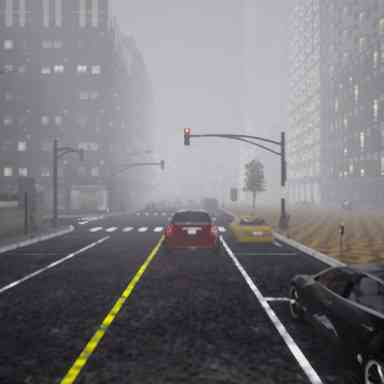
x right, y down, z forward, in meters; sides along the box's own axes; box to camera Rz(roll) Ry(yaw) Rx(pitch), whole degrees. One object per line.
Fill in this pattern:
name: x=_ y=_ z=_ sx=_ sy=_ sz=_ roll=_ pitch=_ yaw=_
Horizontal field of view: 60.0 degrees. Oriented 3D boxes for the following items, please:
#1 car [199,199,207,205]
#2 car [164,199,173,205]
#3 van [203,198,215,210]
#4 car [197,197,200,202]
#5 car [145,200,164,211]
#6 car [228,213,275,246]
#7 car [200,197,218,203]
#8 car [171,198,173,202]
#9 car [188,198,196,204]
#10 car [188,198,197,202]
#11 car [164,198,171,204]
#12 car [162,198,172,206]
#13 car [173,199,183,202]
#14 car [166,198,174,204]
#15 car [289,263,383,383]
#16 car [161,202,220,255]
car: x=2.678 y=2.385 z=81.331 sx=1.887 sy=1.381 sz=4.507 roll=0 pitch=-1 yaw=0
car: x=-5.702 y=2.422 z=81.330 sx=1.802 sy=1.307 sz=4.206 roll=0 pitch=-1 yaw=0
van: x=2.680 y=1.875 z=53.701 sx=1.690 sy=1.788 sz=3.998 roll=0 pitch=-1 yaw=0
car: x=2.678 y=2.031 z=70.280 sx=2.192 sy=1.841 sz=5.009 roll=0 pitch=-1 yaw=0
car: x=-5.698 y=2.026 z=48.172 sx=2.008 sy=1.369 sz=4.403 roll=0 pitch=-1 yaw=0
car: x=2.684 y=1.677 z=15.932 sx=1.752 sy=1.417 sz=4.829 roll=0 pitch=-1 yaw=0
car: x=2.680 y=1.790 z=48.176 sx=2.192 sy=1.841 sz=5.009 roll=0 pitch=-1 yaw=0
car: x=-5.701 y=2.260 z=70.277 sx=1.887 sy=1.381 sz=4.507 roll=0 pitch=-1 yaw=0
car: x=-0.008 y=2.300 z=87.366 sx=1.882 sy=1.535 sz=5.008 roll=0 pitch=-1 yaw=0
car: x=-0.007 y=2.329 z=75.698 sx=1.994 sy=1.385 sz=4.181 roll=0 pitch=-1 yaw=0
car: x=-5.700 y=2.205 z=64.751 sx=2.008 sy=1.369 sz=4.403 roll=0 pitch=-1 yaw=0
car: x=-5.702 y=2.218 z=75.805 sx=1.967 sy=1.590 sz=4.097 roll=0 pitch=-1 yaw=0
car: x=-3.009 y=2.232 z=73.669 sx=1.882 sy=1.535 sz=5.008 roll=0 pitch=-1 yaw=0
car: x=-5.703 y=2.343 z=86.858 sx=1.967 sy=1.590 sz=4.097 roll=0 pitch=-1 yaw=0
car: x=2.685 y=1.609 z=4.497 sx=1.947 sy=1.339 sz=4.313 roll=0 pitch=-1 yaw=0
car: x=0.002 y=1.484 z=14.081 sx=2.097 sy=1.767 sz=4.553 roll=0 pitch=-1 yaw=0
